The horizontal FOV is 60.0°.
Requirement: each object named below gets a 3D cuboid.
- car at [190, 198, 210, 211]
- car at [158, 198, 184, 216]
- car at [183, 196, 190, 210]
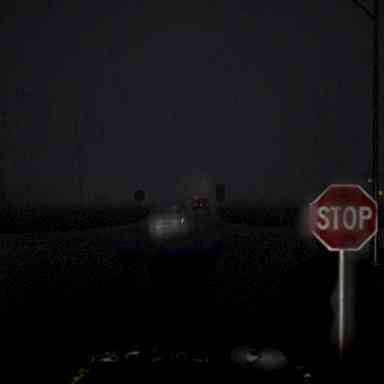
[{"bbox_3d":[1.222,1.524,40.888,2.033,1.411,5.357,0,0,3],"label":"car"},{"bbox_3d":[-2.118,1.509,32.381,1.812,1.442,4.674,0,0,3],"label":"car"},{"bbox_3d":[-1.645,1.575,42.298,1.895,1.301,4.718,0,0,3],"label":"car"}]
